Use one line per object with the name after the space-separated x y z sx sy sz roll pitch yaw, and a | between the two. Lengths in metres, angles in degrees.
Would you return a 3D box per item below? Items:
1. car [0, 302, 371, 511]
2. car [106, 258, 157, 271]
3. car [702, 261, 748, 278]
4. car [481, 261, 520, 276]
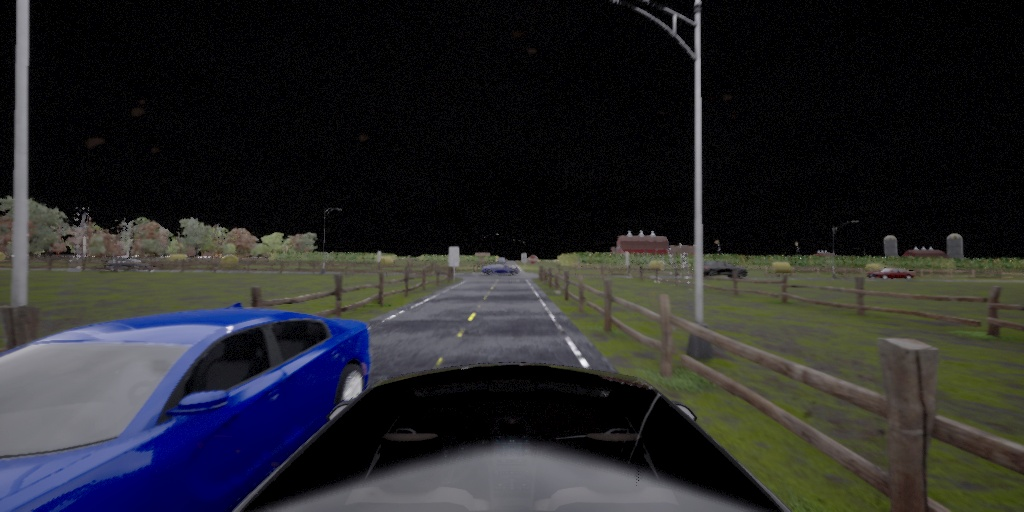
-2.850 1.238 2.885 1.882 1.535 5.008 0 0 0 | car
-45.463 1.030 42.922 4.892 1.490 1.837 1 -1 -1 | car
25.560 1.632 43.702 5.566 2.045 2.150 1 -1 -1 | car
-1.400 1.625 43.388 4.674 1.442 1.812 0 0 -1 | car
